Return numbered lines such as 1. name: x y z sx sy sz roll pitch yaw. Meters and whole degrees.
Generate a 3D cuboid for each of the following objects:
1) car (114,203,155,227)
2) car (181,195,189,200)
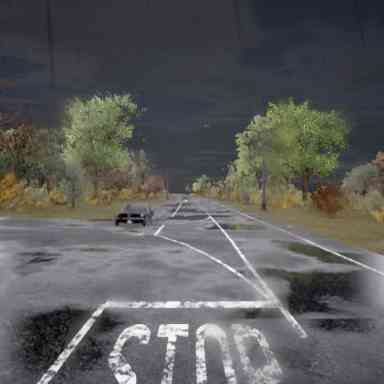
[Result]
1. car: -3.517 1.387 20.880 1.895 1.301 4.718 1 0 0
2. car: -1.953 1.613 94.681 1.994 1.385 4.181 0 0 5
